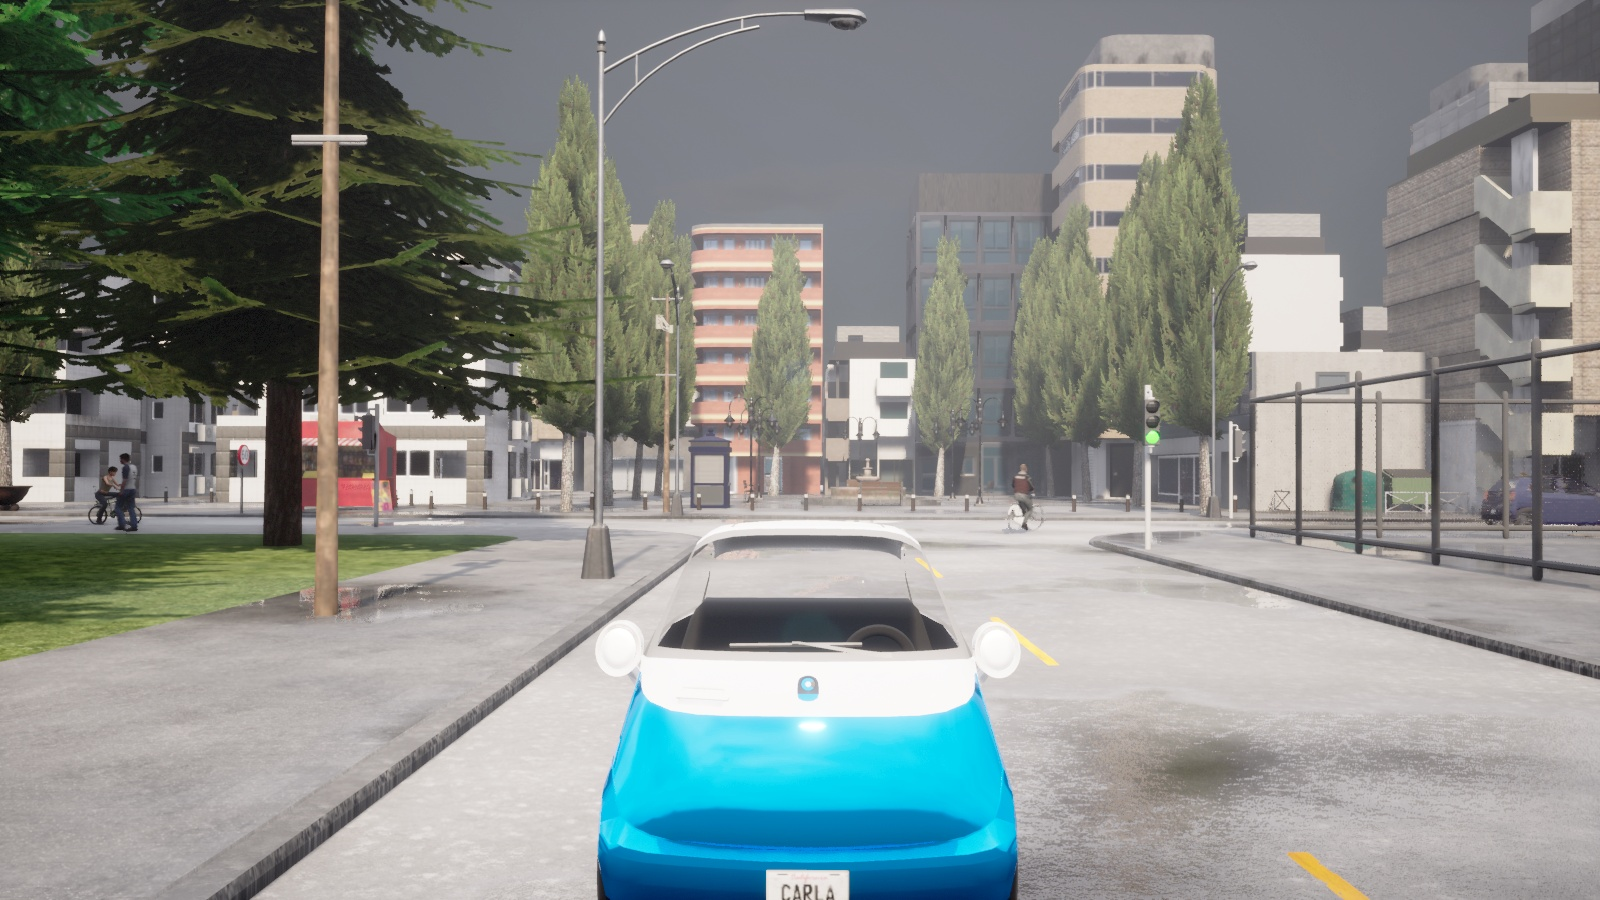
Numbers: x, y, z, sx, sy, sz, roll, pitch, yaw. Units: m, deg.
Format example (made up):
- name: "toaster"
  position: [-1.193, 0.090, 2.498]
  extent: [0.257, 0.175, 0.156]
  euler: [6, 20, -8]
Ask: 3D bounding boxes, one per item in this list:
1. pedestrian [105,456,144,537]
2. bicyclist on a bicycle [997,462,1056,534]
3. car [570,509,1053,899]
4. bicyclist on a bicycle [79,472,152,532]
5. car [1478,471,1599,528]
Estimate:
- name: "pedestrian"
  position: [-15.531, 1.070, 28.877]
  extent: [0.706, 1.836, 0.354]
  euler: [0, -1, -1]
- name: "bicyclist on a bicycle"
  position: [5.792, 1.199, 32.078]
  extent: [0.659, 1.776, 1.843]
  euler: [2, 1, 37]
- name: "car"
  position: [0.037, 0.953, 4.965]
  extent: [1.481, 1.376, 2.207]
  euler: [0, -1, 0]
- name: "bicyclist on a bicycle"
  position: [-18.738, 1.402, 34.391]
  extent: [1.509, 1.612, 0.866]
  euler: [0, -1, 1]
- name: "car"
  position: [20.819, 1.319, 34.247]
  extent: [3.633, 1.501, 1.845]
  euler: [0, -1, 0]
